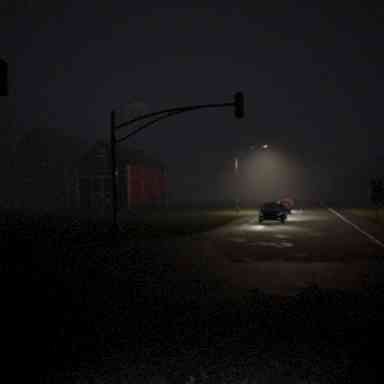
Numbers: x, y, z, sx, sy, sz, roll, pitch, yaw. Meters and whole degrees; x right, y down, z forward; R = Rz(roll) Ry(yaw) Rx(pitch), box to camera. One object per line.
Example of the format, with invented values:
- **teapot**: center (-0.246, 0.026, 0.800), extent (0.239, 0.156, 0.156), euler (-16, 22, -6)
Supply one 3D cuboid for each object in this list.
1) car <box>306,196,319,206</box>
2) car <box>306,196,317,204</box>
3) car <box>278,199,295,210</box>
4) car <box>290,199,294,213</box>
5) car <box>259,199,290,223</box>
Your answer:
- **car**: center (20.066, 1.425, 55.359), extent (1.882, 1.535, 5.008), euler (-1, 0, 19)
- **car**: center (23.174, 1.492, 64.534), extent (1.994, 1.385, 4.181), euler (-1, 0, 19)
- **car**: center (12.866, 1.644, 45.132), extent (1.895, 1.301, 4.718), euler (-1, 0, 19)
- **car**: center (9.646, 1.576, 35.740), extent (1.812, 1.442, 4.674), euler (-1, 0, 19)
- **car**: center (6.472, 1.533, 26.402), extent (1.882, 1.535, 5.008), euler (-1, 0, 19)
